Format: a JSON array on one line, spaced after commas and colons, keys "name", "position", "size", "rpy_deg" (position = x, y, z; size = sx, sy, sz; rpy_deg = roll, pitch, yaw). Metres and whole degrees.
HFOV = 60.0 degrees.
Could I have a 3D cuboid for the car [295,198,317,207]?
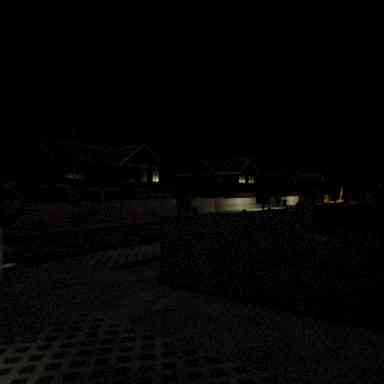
[{"name": "car", "position": [15.711, 1.572, 45.654], "size": [1.994, 1.385, 4.181], "rpy_deg": [0, 0, 36]}]
